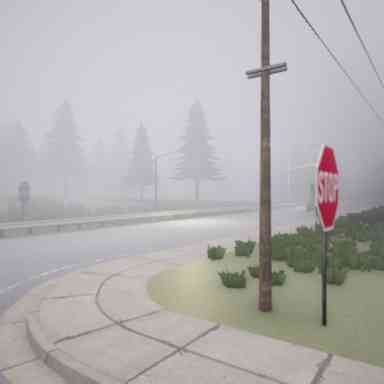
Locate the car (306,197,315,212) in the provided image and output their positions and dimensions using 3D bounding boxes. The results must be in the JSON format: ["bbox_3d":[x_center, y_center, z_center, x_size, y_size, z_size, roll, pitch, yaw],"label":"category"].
[{"bbox_3d":[14.392,1.345,37.201,2.097,1.767,4.553,0,0,37],"label":"car"}]
